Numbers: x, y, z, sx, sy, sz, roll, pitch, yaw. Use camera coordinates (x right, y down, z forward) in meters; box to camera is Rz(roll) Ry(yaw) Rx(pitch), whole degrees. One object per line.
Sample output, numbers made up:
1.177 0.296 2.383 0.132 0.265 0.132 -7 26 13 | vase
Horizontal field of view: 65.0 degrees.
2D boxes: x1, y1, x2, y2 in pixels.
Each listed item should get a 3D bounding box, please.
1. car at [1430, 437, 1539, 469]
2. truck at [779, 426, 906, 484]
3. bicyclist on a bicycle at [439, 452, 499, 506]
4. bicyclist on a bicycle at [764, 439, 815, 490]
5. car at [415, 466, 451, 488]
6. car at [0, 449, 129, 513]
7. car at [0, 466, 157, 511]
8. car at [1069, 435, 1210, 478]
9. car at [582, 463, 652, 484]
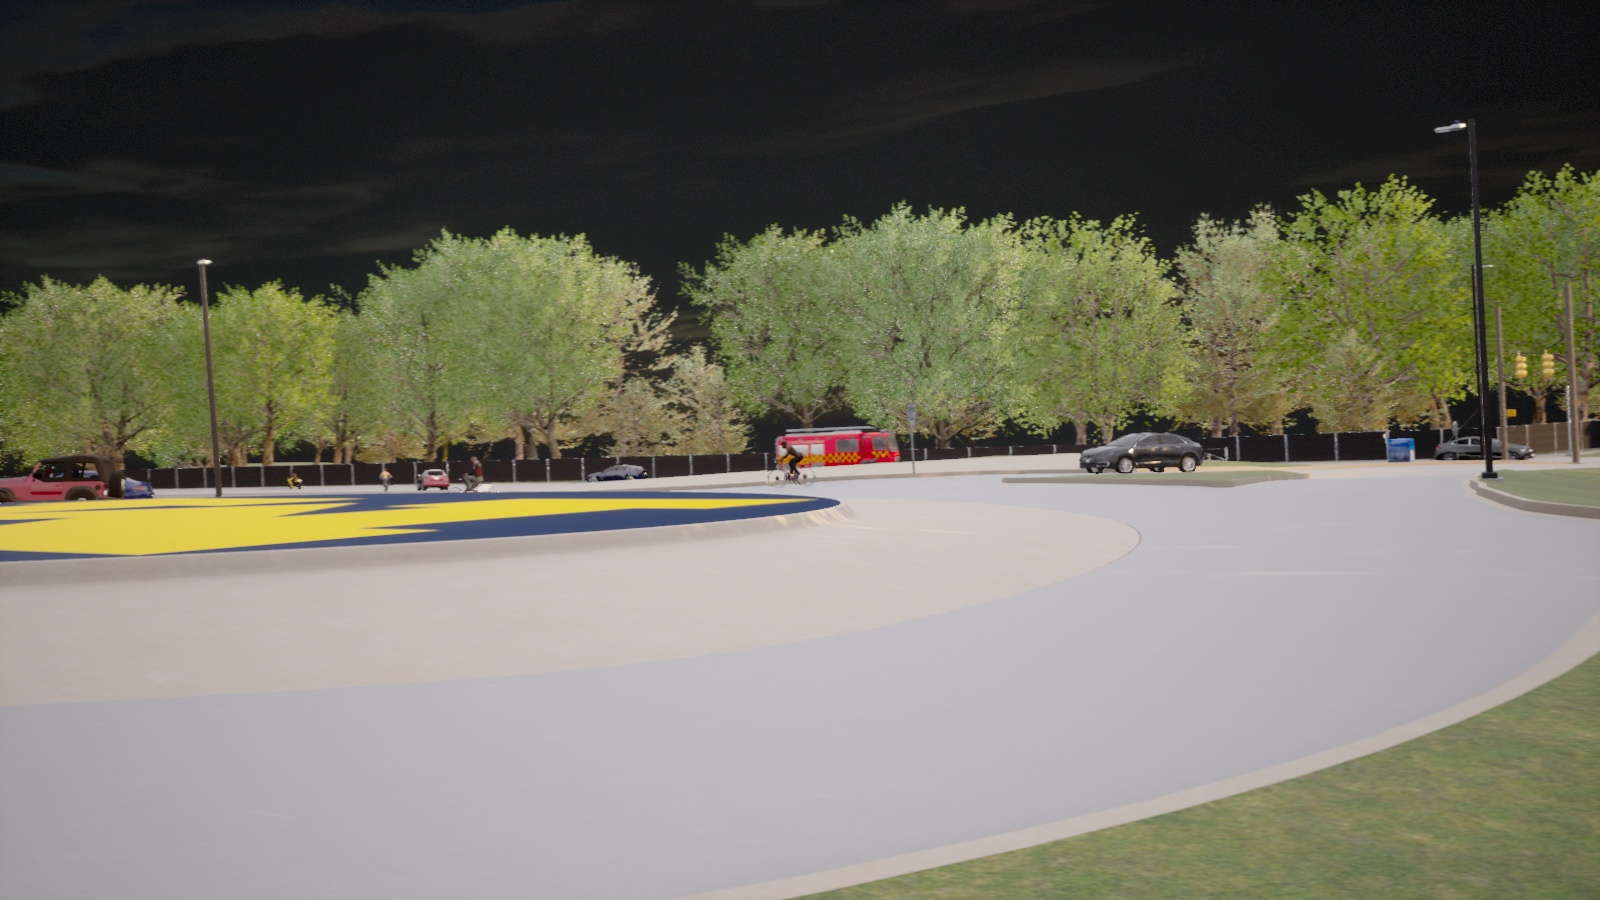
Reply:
38.948 0.185 71.495 5.027 1.651 2.152 -1 3 44 | car
3.046 0.348 89.242 8.468 3.827 2.891 -2 2 13 | truck
-11.704 1.025 44.477 1.843 1.776 0.659 -3 2 1 | bicyclist on a bicycle
-0.362 0.498 43.519 1.656 1.620 0.582 -4 1 3 | bicyclist on a bicycle
-26.455 1.957 90.475 1.970 1.475 3.806 0 -2 -25 | car
-22.734 0.948 38.073 3.866 1.878 1.905 0 -2 -14 | car
-24.193 1.251 41.831 4.674 1.442 1.812 0 -1 -18 | car
12.350 0.222 45.606 4.892 1.490 1.837 0 0 -25 | car
-14.096 1.804 96.913 4.792 1.488 2.163 -1 2 14 | car
